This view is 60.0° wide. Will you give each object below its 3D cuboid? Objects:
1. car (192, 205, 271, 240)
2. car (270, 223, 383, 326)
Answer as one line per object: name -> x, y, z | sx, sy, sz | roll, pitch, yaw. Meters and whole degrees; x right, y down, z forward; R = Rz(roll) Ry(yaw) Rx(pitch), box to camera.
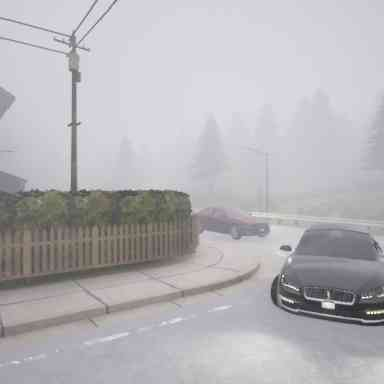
car -> 1.894, 1.480, 17.461 | 1.882, 1.535, 5.008 | 0, 0, -33
car -> 3.195, 1.506, 7.325 | 1.837, 1.490, 4.892 | 0, 0, 27
